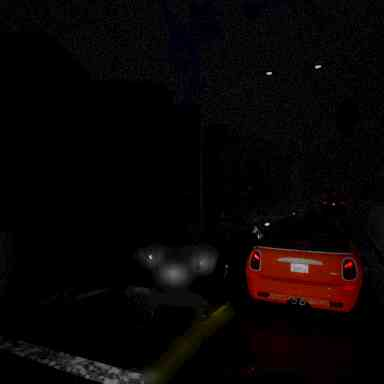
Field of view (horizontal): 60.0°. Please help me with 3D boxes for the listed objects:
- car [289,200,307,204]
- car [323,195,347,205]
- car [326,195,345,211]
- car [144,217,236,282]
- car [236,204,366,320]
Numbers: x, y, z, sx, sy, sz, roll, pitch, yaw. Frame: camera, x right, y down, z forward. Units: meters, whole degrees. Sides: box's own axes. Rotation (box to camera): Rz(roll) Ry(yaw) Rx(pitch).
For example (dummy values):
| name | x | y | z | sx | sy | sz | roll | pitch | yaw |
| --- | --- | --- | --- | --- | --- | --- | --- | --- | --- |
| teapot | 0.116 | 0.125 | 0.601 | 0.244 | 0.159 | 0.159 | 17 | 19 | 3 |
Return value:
| name | x | y | z | sx | sy | sz | roll | pitch | yaw |
| --- | --- | --- | --- | --- | --- | --- | --- | --- | --- |
| car | 9.167 | 1.510 | 29.019 | 1.837 | 1.490 | 4.892 | 1 | 0 | 24 |
| car | 14.970 | 1.314 | 34.927 | 2.150 | 2.045 | 5.566 | 1 | 0 | 25 |
| car | 19.213 | 1.391 | 44.501 | 2.150 | 2.045 | 5.566 | 1 | 0 | 24 |
| car | 0.676 | 1.497 | 10.097 | 2.033 | 1.411 | 5.357 | 1 | 0 | 24 |
| car | 2.734 | 1.335 | 7.711 | 2.097 | 1.767 | 4.553 | 1 | 0 | 24 |
